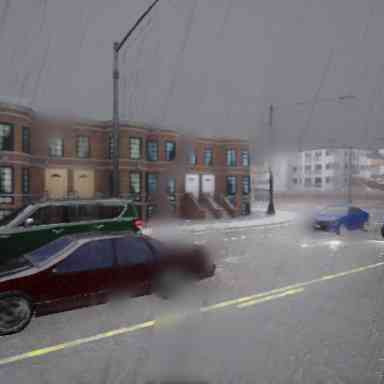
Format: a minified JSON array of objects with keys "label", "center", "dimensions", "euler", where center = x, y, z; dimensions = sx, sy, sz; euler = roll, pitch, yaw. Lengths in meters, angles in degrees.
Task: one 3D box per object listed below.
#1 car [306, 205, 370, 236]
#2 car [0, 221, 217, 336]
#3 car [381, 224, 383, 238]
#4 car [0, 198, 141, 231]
[{"label":"car","center":[8.262,1.488,18.676],"dimensions":[5.008,1.535,1.882],"euler":[0,0,-43]},{"label":"car","center":[-1.989,1.549,6.860],"dimensions":[5.357,1.411,2.033],"euler":[0,0,-35]},{"label":"car","center":[10.957,1.575,16.382],"dimensions":[4.181,1.385,1.994],"euler":[0,0,-44]},{"label":"car","center":[-4.097,1.222,9.692],"dimensions":[5.566,2.045,2.150],"euler":[0,0,-38]}]
